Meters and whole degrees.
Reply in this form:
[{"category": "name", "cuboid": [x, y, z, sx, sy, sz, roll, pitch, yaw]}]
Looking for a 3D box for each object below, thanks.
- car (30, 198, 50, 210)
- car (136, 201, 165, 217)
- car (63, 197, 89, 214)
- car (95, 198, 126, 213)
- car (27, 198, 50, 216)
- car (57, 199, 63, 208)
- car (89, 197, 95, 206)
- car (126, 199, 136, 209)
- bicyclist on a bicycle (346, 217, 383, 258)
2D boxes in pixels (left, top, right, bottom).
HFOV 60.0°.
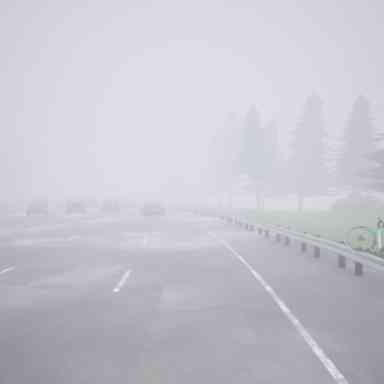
[{"category": "car", "cuboid": [-20.201, 1.513, 44.088, 2.033, 1.411, 5.357, 0, 0, -29]}, {"category": "car", "cuboid": [-3.870, 1.538, 31.762, 1.994, 1.385, 4.181, 0, 0, -17]}, {"category": "car", "cuboid": [-12.243, 1.450, 35.009, 1.882, 1.535, 5.008, 0, 0, -21]}, {"category": "car", "cuboid": [-9.071, 1.461, 36.537, 2.128, 1.511, 4.902, 0, 0, -22]}, {"category": "car", "cuboid": [-15.160, 1.522, 32.843, 2.033, 1.411, 5.357, 0, 0, -21]}, {"category": "car", "cuboid": [-17.874, 1.564, 47.082, 1.895, 1.301, 4.718, 0, 0, -29]}, {"category": "car", "cuboid": [-15.075, 1.487, 49.195, 1.812, 1.442, 4.674, 0, 0, -29]}, {"category": "car", "cuboid": [-8.751, 1.565, 44.572, 1.895, 1.301, 4.718, 0, 0, -25]}, {"category": "bicyclist on a bicycle", "cuboid": [4.901, 1.150, 8.177, 1.656, 1.620, 0.582, 46, 3, 35]}]
